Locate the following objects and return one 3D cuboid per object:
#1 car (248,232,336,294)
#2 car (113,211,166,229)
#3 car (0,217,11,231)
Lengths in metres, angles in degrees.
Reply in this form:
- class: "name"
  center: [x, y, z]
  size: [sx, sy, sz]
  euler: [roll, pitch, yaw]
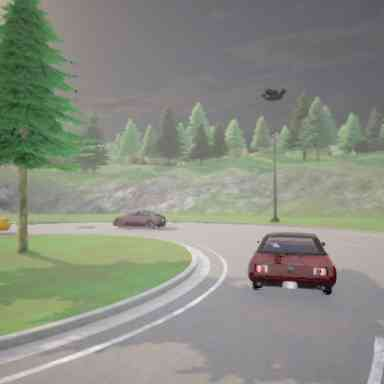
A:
- class: "car"
  center: [2.775, 1.789, 9.416]
  size: [1.895, 1.301, 4.718]
  euler: [-1, -1, 16]
- class: "car"
  center: [-4.157, 2.174, 26.445]
  size: [4.181, 1.385, 1.994]
  euler: [-1, -2, 18]
- class: "car"
  center: [-14.653, 2.068, 21.641]
  size: [5.008, 1.535, 1.882]
  euler: [0, -2, -27]
